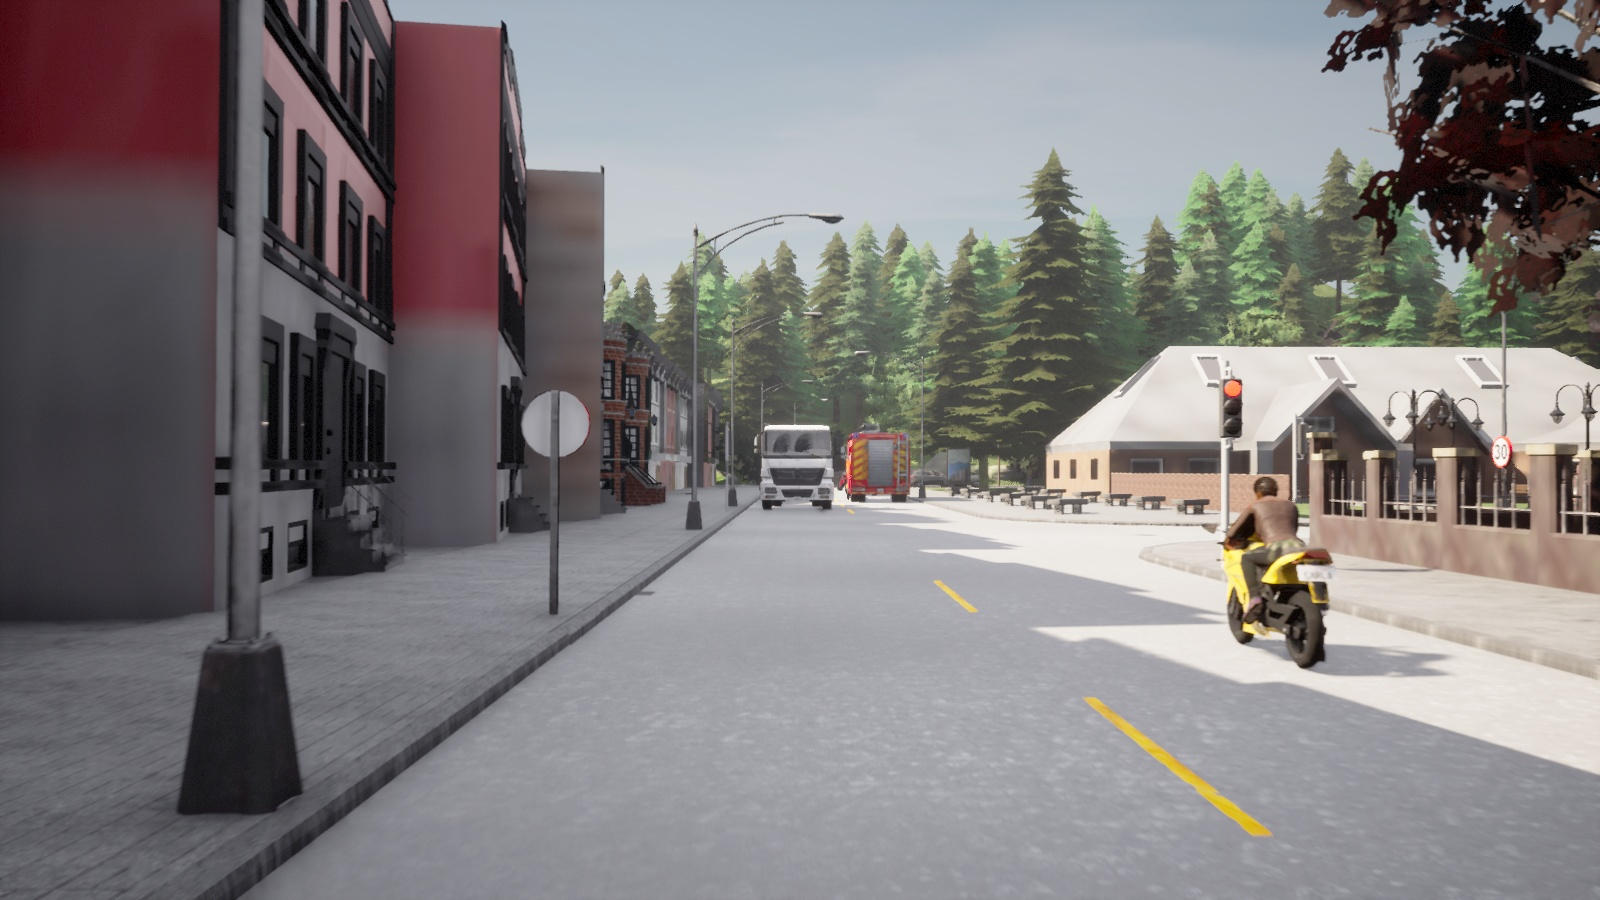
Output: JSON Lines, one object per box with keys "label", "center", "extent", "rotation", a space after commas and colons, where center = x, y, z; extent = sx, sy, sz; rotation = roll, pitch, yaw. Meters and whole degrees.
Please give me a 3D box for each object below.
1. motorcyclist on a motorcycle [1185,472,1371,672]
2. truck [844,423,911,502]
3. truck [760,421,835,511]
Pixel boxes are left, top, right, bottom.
{"label": "motorcyclist on a motorcycle", "center": [3.975, 0.949, 10.648], "extent": [0.797, 1.523, 2.044], "rotation": [0, -1, 0]}
{"label": "truck", "center": [3.878, 0.666, 64.763], "extent": [2.891, 3.827, 8.468], "rotation": [0, -1, 0]}
{"label": "truck", "center": [-0.112, 0.671, 52.633], "extent": [2.891, 3.462, 7.936], "rotation": [0, -1, 0]}
